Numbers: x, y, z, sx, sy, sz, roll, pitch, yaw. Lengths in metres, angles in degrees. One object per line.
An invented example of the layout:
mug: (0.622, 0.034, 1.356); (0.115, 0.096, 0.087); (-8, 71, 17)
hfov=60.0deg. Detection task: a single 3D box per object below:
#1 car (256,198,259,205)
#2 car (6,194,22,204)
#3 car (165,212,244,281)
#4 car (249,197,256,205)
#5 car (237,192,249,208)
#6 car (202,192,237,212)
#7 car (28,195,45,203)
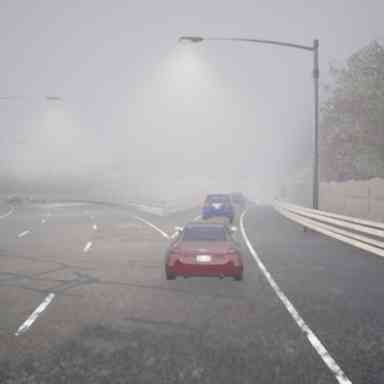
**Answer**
car: (12.283, 1.974, 69.225); (1.895, 1.301, 4.718); (0, -3, 15)
car: (-30.071, 1.174, 56.040); (1.837, 1.490, 4.892); (0, 0, -38)
car: (0.399, 1.516, 9.808); (1.994, 1.385, 4.181); (0, 0, 3)
car: (9.373, 1.509, 57.901); (2.033, 1.411, 5.357); (0, -2, 15)
car: (6.022, 1.019, 44.568); (2.150, 2.045, 5.566); (0, 0, 14)
car: (2.076, 1.102, 24.914); (2.150, 2.045, 5.566); (0, 0, 8)
car: (-26.883, 1.231, 57.594); (1.994, 1.385, 4.181); (0, 0, -38)
